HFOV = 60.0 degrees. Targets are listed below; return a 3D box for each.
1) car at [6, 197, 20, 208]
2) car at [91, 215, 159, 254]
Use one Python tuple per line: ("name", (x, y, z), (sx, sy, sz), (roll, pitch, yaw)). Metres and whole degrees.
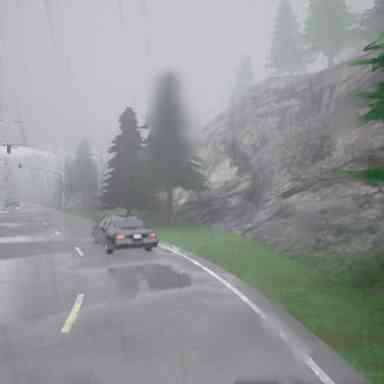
("car", (-34.435, 1.910, 63.971), (2.150, 2.045, 5.566), (0, -1, -29))
("car", (-3.059, 1.691, 14.381), (2.033, 1.411, 5.357), (0, -1, -25))
